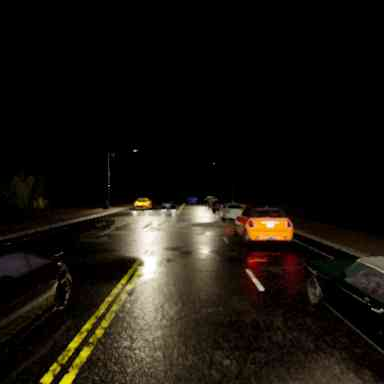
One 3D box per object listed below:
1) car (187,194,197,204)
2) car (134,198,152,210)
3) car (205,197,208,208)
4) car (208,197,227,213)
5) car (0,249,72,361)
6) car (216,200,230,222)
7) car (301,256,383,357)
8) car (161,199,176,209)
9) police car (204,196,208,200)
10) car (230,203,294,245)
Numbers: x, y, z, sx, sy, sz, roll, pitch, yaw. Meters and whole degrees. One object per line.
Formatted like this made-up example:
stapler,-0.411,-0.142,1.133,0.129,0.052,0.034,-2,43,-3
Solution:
car,0.020,1.664,68.383,1.882,1.535,5.008,0,0,0
car,-6.575,1.615,44.822,1.882,1.535,5.008,0,0,0
car,3.264,1.750,48.999,1.895,1.301,4.718,0,0,0
car,3.261,1.549,37.970,2.033,1.649,4.856,0,0,0
car,-3.348,1.580,4.880,1.994,1.385,4.181,0,0,0
car,3.257,1.610,26.970,1.812,1.442,4.674,0,0,0
car,3.251,1.617,5.000,1.895,1.301,4.718,0,0,0
car,-3.321,1.671,47.752,1.812,1.442,4.674,0,0,0
police car,3.267,1.606,60.080,1.930,1.638,5.238,0,0,0
car,3.254,1.403,15.941,2.097,1.767,4.553,0,0,0
